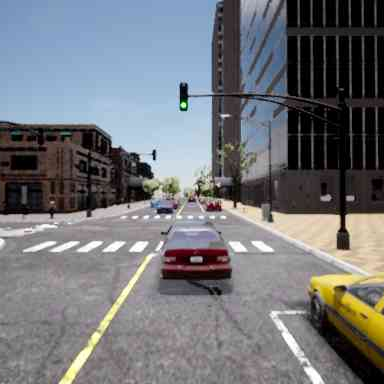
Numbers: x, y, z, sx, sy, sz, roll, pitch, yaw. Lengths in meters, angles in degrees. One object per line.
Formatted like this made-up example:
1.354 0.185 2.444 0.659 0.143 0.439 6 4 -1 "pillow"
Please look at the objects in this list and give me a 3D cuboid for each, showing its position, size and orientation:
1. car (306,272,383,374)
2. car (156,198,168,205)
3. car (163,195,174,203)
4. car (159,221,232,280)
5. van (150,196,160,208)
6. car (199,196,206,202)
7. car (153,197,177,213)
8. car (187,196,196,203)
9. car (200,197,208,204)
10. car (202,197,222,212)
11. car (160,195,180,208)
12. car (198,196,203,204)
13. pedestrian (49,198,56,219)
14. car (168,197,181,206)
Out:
2.839 1.541 4.029 1.752 1.417 4.829 1 0 0 "car"
-5.694 1.819 63.956 1.802 1.307 4.206 1 0 0 "car"
-5.694 1.614 80.560 2.192 1.841 5.009 1 0 0 "car"
-0.004 1.585 10.066 2.033 1.411 5.357 0 0 -2 "car"
-5.688 1.536 52.889 1.690 1.788 3.998 1 0 0 "van"
2.682 1.864 86.085 1.887 1.381 4.507 1 0 0 "car"
-3.132 1.690 38.790 2.033 1.411 5.357 0 0 -3 "car"
-0.018 1.649 79.318 2.097 1.767 4.553 0 0 0 "car"
2.685 1.804 75.185 1.752 1.417 4.829 1 0 0 "car"
2.694 1.594 41.807 1.967 1.590 4.097 1 0 0 "car"
-3.105 1.532 48.689 2.097 1.767 4.553 0 0 0 "car"
2.686 1.784 69.651 1.752 1.417 4.829 1 0 0 "car"
-12.550 1.467 29.798 0.375 1.860 0.375 0 -1 1 "pedestrian"
-3.079 1.710 59.066 2.128 1.511 4.902 0 0 0 "car"
